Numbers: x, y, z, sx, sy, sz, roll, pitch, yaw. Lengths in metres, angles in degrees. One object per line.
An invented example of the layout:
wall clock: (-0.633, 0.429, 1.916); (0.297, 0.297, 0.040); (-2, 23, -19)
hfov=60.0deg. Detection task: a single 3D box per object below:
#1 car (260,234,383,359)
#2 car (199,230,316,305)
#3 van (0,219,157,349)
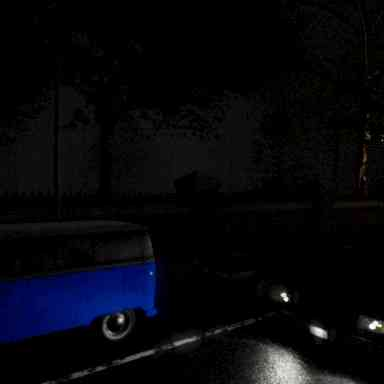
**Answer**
car: (3.933, 1.573, 6.179); (5.357, 1.411, 2.033); (0, 0, -35)
car: (2.125, 1.606, 8.073); (4.206, 1.307, 1.802); (0, 0, -35)
van: (-2.459, 1.344, 4.805); (3.998, 1.788, 1.690); (0, 0, -35)
